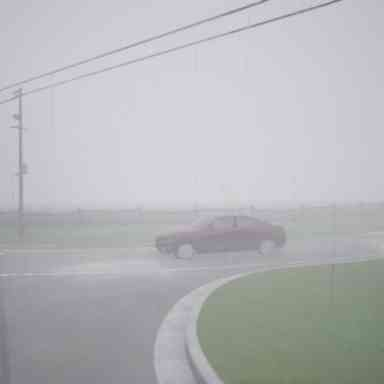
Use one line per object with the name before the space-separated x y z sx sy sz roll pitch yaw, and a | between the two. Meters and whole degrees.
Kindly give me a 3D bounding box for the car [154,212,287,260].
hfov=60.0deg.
car | 1.082 1.554 12.555 5.008 1.535 1.882 0 0 -15
